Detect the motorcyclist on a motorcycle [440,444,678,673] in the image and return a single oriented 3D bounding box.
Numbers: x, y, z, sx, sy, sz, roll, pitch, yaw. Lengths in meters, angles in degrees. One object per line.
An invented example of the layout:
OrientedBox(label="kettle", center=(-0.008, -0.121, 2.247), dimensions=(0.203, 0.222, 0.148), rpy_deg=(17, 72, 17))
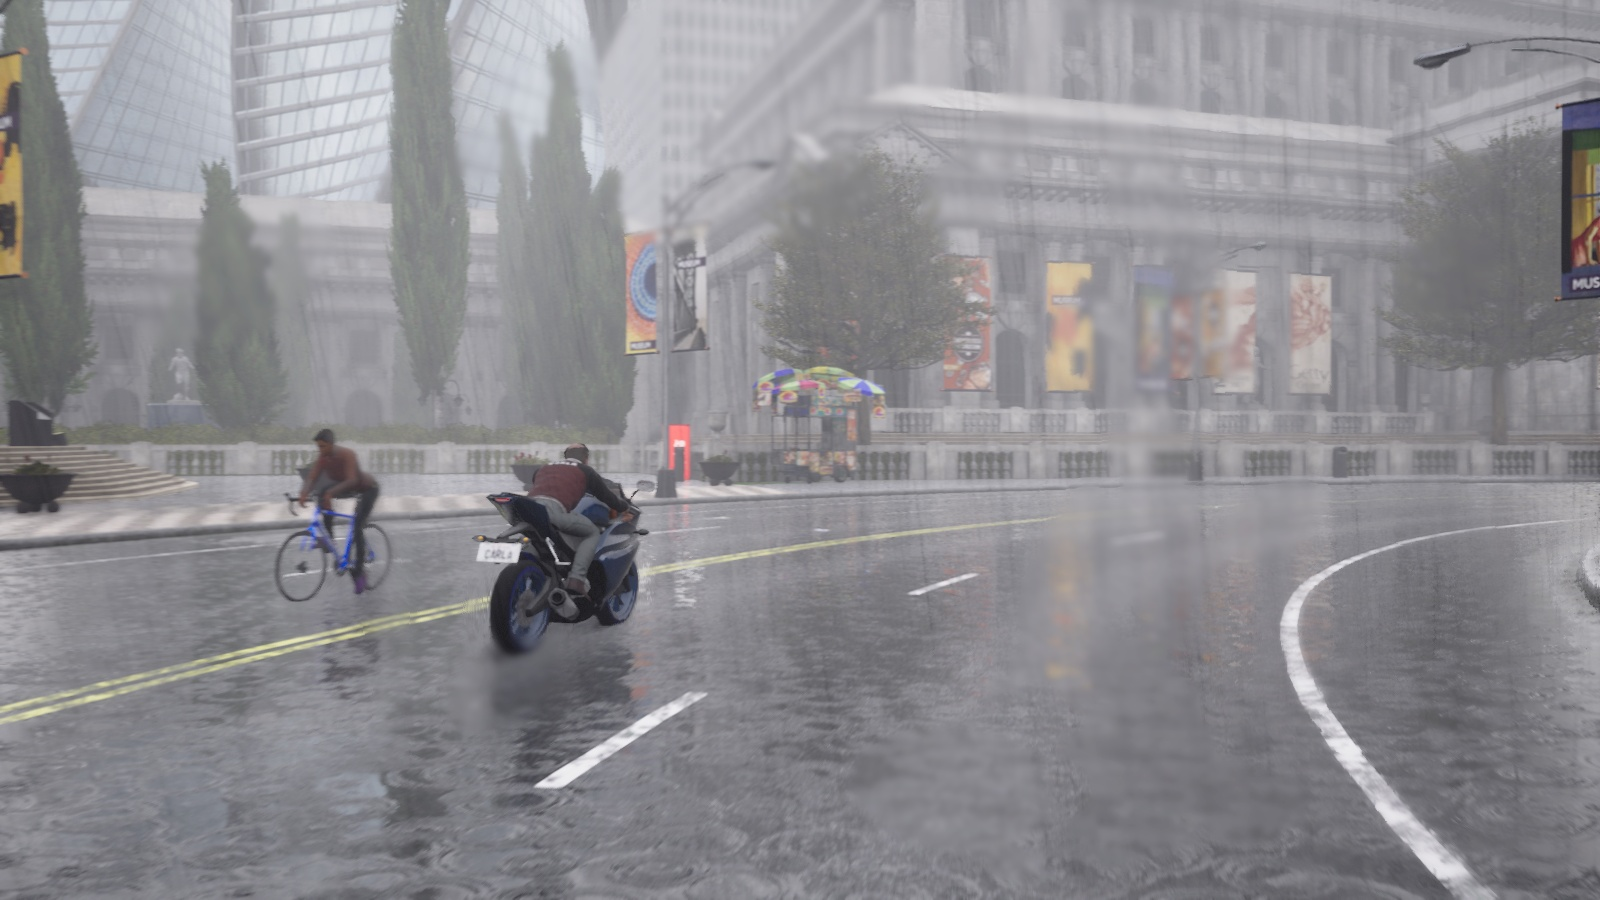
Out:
OrientedBox(label="motorcyclist on a motorcycle", center=(-1.759, 0.723, 9.619), dimensions=(0.866, 1.530, 2.191), rpy_deg=(1, 0, 17))

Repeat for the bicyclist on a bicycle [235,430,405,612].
OrientedBox(label="bicyclist on a bicycle", center=(-4.561, 0.622, 12.050), dimensions=(0.582, 1.620, 1.656), rpy_deg=(1, 1, 20))
